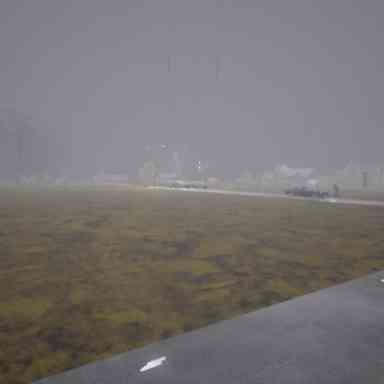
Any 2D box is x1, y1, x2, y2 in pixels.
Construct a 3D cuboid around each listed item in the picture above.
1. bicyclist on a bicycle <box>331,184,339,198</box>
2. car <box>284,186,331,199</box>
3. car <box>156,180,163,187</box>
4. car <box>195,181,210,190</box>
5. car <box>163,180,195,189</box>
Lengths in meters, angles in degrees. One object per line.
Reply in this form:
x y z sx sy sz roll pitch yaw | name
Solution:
17.081 -0.134 39.573 1.656 1.620 0.582 -1 3 -35 | bicyclist on a bicycle
12.388 0.054 35.842 1.895 1.301 4.718 0 3 -35 | car
-5.123 -1.653 65.821 2.033 1.411 5.357 0 3 -35 | car
0.837 -1.179 57.383 2.033 1.411 5.357 0 3 -34 | car
-2.206 -1.230 56.796 2.033 1.411 5.357 0 3 -34 | car
